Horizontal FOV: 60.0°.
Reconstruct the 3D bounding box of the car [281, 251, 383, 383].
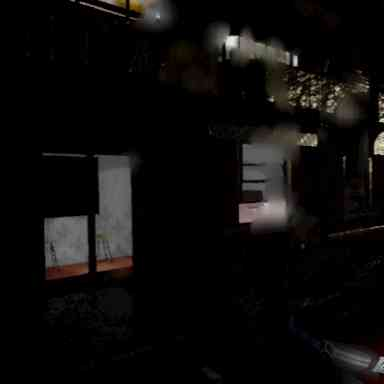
[{"bbox_3d":[3.066,1.505,4.570,4.206,1.307,1.802,-1,0,-35],"label":"car"}]
